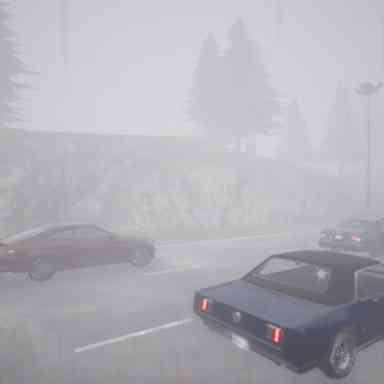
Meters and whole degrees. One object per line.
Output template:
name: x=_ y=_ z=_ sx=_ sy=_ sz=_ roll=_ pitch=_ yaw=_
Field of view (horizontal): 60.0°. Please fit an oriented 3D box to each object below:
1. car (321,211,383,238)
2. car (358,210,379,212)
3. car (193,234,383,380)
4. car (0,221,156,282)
car: x=7.355 y=1.718 z=13.617 sx=5.357 sy=1.411 sz=2.033 roll=1 pitch=-1 yaw=-37
car: x=11.404 y=1.827 z=21.014 sx=4.181 sy=1.385 sz=1.994 roll=1 pitch=-1 yaw=-37
car: x=2.420 y=1.670 z=5.602 sx=4.718 sy=1.301 sz=1.895 roll=1 pitch=-1 yaw=-36
car: x=-3.344 y=1.625 z=10.075 sx=4.674 sy=1.442 sz=1.812 roll=0 pitch=-1 yaw=-36
